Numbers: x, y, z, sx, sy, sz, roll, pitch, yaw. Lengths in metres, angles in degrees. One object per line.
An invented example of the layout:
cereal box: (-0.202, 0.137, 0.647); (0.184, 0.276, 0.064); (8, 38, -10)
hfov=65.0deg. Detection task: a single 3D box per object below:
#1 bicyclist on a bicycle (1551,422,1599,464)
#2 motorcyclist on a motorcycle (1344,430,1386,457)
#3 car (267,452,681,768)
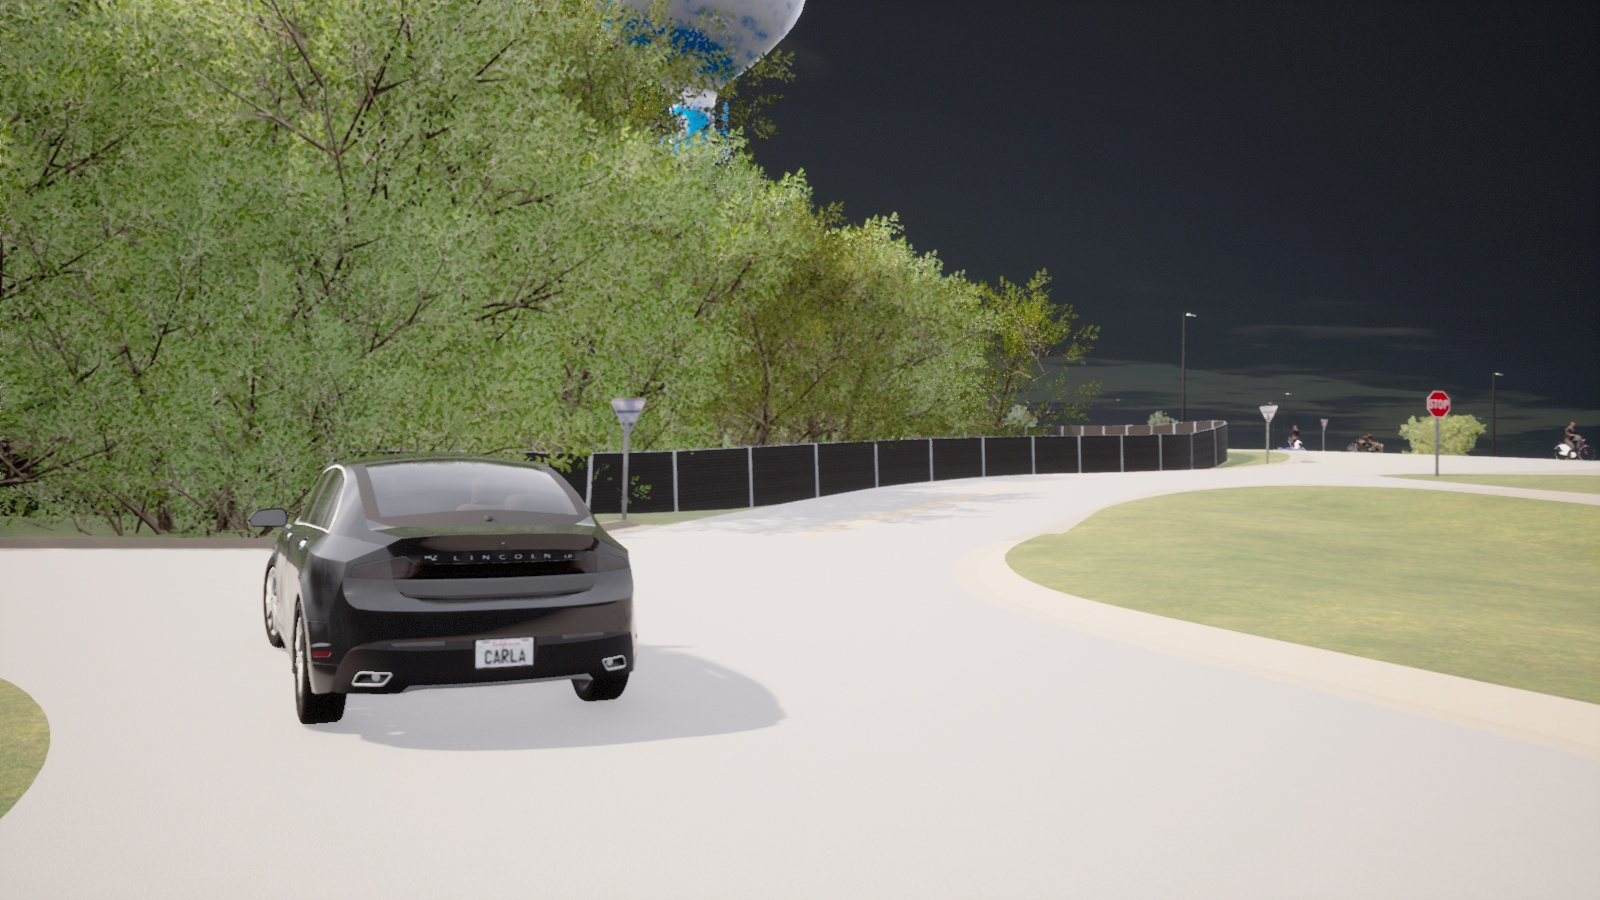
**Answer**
bicyclist on a bicycle: (34.434, -0.312, 55.640); (0.659, 1.776, 1.843); (2, 1, -24)
motorcyclist on a motorcycle: (37.013, -0.421, 82.249); (0.766, 1.649, 2.350); (3, 0, -44)
car: (-2.541, 0.782, 8.630); (1.837, 1.490, 4.892); (1, 0, -26)
